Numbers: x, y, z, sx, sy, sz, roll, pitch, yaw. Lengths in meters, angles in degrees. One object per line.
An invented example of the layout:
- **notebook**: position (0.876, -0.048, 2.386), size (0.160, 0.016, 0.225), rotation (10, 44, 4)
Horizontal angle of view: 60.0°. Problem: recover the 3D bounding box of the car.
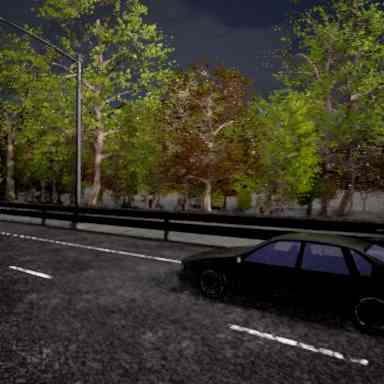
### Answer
- **car**: position (2.267, 1.548, 6.674), size (5.357, 1.411, 2.033), rotation (0, 0, 36)
